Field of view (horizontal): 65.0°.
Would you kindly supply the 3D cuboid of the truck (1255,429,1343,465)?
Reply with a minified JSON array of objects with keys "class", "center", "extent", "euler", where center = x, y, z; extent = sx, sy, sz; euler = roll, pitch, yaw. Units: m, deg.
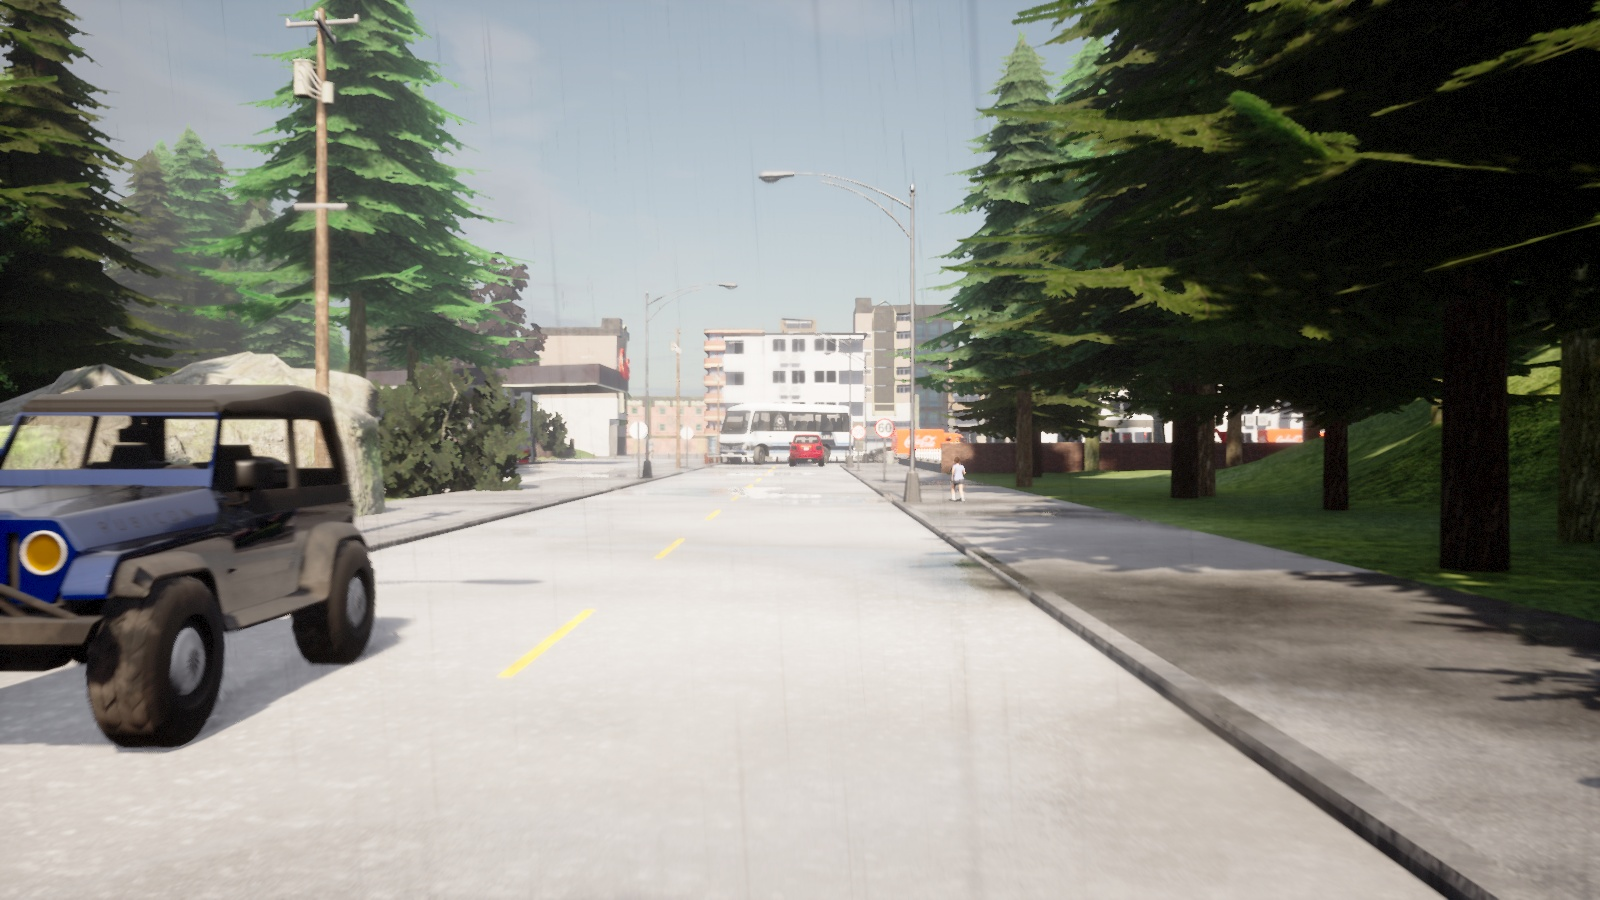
[{"class":"truck","center":[35.509,-0.217,89.410],"extent":[5.204,2.467,2.627],"euler":[0,0,0]}]

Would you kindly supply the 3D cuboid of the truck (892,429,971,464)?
[{"class":"truck","center":[9.334,-0.237,89.534],"extent":[5.204,2.467,2.627],"euler":[0,0,-6]}]

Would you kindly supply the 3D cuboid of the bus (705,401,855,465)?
[{"class":"bus","center":[-1.301,-1.130,88.035],"extent":[10.273,4.253,3.944],"euler":[0,0,-40]}]

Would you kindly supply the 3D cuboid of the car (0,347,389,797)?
[{"class":"car","center":[-3.943,0.499,7.183],"extent":[1.905,1.878,3.866],"euler":[0,0,0]}]

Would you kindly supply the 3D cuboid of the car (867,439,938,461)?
[{"class":"car","center":[7.631,0.006,93.411],"extent":[5.027,1.651,2.152],"euler":[0,0,-3]}]

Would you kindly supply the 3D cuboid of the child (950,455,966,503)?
[{"class":"child","center":[3.706,0.673,29.474],"extent":[0.255,1.110,0.394],"euler":[0,0,-13]}]

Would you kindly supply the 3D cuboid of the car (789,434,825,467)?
[{"class":"car","center":[0.474,0.010,80.926],"extent":[2.150,2.045,5.566],"euler":[0,0,2]}]
